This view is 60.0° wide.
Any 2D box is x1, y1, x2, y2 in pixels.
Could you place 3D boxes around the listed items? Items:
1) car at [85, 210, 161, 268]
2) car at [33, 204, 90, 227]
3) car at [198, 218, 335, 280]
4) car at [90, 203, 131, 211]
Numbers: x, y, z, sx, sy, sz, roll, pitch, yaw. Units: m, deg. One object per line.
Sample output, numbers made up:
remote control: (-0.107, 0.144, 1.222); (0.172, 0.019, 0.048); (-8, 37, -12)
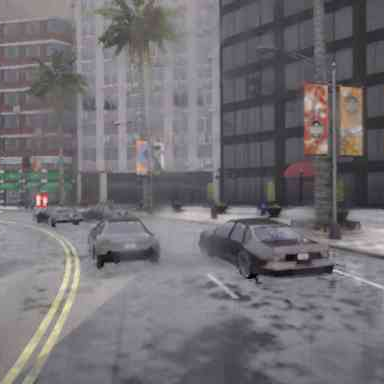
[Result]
car: (-2.467, 1.547, 11.503); (1.994, 1.385, 4.181); (-1, 0, -20)
car: (-9.287, 1.554, 22.911); (2.033, 1.411, 5.357); (-1, 0, -41)
car: (1.792, 1.501, 9.923); (2.033, 1.411, 5.357); (-1, 0, -17)
car: (-6.394, 1.524, 24.900); (2.033, 1.411, 5.357); (-1, 0, -41)
